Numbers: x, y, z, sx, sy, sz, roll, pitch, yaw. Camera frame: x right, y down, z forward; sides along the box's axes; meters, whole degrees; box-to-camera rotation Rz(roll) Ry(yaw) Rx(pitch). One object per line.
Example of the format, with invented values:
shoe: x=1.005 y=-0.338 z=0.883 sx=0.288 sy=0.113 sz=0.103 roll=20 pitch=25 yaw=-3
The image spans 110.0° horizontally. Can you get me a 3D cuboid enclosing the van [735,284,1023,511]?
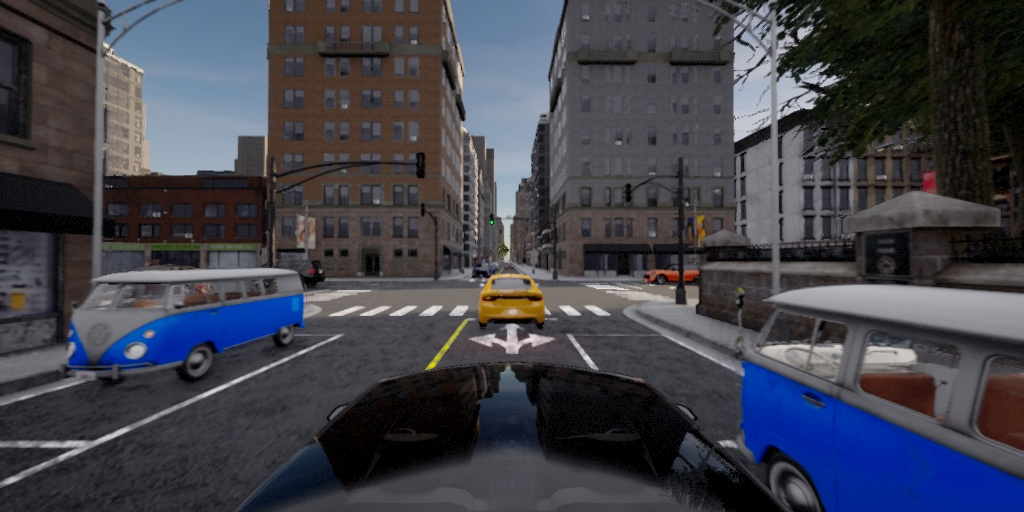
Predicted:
van: x=2.669 y=1.087 z=1.364 sx=1.690 sy=1.789 sz=3.998 roll=0 pitch=0 yaw=0

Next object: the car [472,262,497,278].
car: x=-3.223 y=1.524 z=40.217 sx=2.097 sy=1.767 sz=4.553 roll=0 pitch=-1 yaw=1

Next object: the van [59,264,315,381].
van: x=-5.853 y=1.149 z=7.019 sx=1.690 sy=1.789 sz=3.998 roll=0 pitch=0 yaw=0

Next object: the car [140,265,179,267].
car: x=-17.653 y=1.282 z=18.941 sx=4.553 sy=1.767 sz=2.097 roll=0 pitch=-1 yaw=-1

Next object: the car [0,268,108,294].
car: x=-28.263 y=1.508 z=22.050 sx=4.674 sy=1.442 sz=1.812 roll=0 pitch=-1 yaw=0

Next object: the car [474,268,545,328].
car: x=-0.074 y=1.336 z=11.937 sx=1.882 sy=1.535 sz=5.008 roll=0 pitch=0 yaw=-2

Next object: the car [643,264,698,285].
car: x=13.154 y=1.407 z=29.290 sx=4.553 sy=1.767 sz=2.097 roll=0 pitch=-1 yaw=-1

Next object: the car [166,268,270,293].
car: x=-18.027 y=1.483 z=22.183 sx=4.892 sy=1.490 sz=1.837 roll=0 pitch=-1 yaw=-1

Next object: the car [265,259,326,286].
car: x=-16.446 y=1.252 z=25.755 sx=5.566 sy=2.045 sz=2.150 roll=0 pitch=-1 yaw=-2
